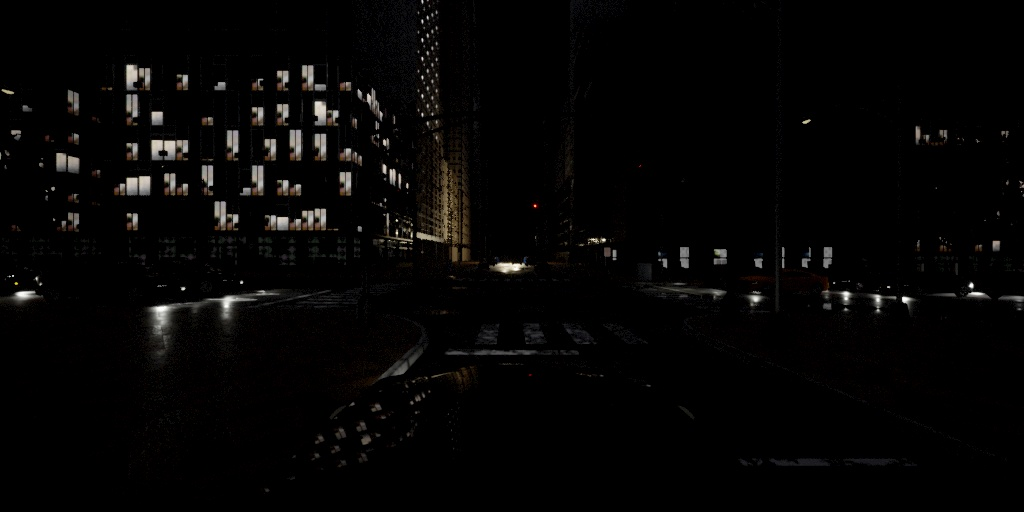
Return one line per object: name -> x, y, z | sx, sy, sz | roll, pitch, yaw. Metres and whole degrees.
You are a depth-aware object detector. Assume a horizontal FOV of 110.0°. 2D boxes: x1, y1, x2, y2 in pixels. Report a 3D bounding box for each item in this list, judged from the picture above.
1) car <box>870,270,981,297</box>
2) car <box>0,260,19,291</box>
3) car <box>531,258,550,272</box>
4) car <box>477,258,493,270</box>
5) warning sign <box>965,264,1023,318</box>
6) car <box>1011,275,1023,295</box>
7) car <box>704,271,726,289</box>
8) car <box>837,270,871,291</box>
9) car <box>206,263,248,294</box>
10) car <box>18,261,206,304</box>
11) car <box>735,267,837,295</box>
car -> 26.129, 1.750, 22.700 | 4.892, 1.490, 1.837 | 1, 0, -3
car -> -24.429, 0.891, 16.844 | 4.181, 1.385, 1.994 | 1, 0, -3
car -> 3.873, 1.329, 46.604 | 1.948, 1.339, 4.313 | 0, 0, 0
car -> -4.086, 1.343, 52.087 | 1.802, 1.307, 4.207 | 0, 0, 0
warning sign -> 17.262, 1.204, 12.818 | 1.060, 1.860, 1.300 | 0, 0, -3
car -> 35.916, 2.021, 23.158 | 4.718, 1.301, 1.895 | 1, 0, -3
car -> 16.320, 1.546, 25.487 | 5.008, 1.535, 1.882 | 1, 0, -3
car -> 25.618, 1.740, 25.929 | 4.892, 1.490, 1.837 | 1, 0, -3
car -> -15.524, 0.995, 17.264 | 4.892, 1.490, 1.837 | 1, 0, -3
car -> -15.373, 0.998, 14.018 | 4.892, 1.490, 1.837 | 1, 0, -3
car -> 16.729, 1.554, 22.252 | 5.008, 1.535, 1.882 | 1, 0, -3
